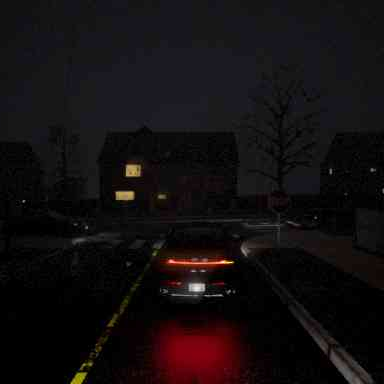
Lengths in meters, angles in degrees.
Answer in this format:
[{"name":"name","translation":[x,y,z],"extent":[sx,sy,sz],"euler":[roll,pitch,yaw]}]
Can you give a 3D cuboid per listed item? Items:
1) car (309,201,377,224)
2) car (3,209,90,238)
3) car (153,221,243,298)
[{"name":"car","translation":[10.210,1.295,21.646],"extent":[4.718,1.301,1.895],"euler":[-1,1,-1]},{"name":"car","translation":[-7.978,1.696,18.284],"extent":[4.674,1.442,1.812],"euler":[-1,1,9]},{"name":"car","translation":[0.187,1.505,8.520],"extent":[1.837,1.490,4.892],"euler":[0,0,2]}]
